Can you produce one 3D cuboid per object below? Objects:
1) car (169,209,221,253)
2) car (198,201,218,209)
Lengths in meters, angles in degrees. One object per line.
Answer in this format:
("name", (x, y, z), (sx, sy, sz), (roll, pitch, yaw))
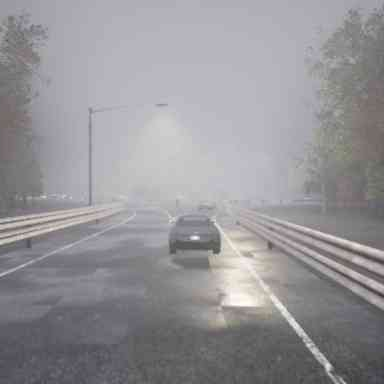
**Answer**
("car", (0.109, 1.620, 13.974), (1.994, 1.385, 4.181), (0, 0, 0))
("car", (2.065, 1.824, 41.913), (1.895, 1.301, 4.718), (1, -2, 13))
